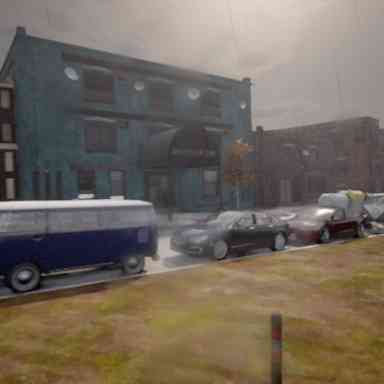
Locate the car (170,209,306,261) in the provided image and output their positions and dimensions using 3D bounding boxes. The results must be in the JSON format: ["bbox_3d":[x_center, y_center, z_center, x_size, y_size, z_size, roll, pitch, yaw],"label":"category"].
[{"bbox_3d":[1.518,1.383,11.801,4.892,1.521,2.231,1,0,-37],"label":"car"}]

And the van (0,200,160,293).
[{"bbox_3d":[-3.109,1.208,8.497,4.442,1.987,1.878,-1,0,-33],"label":"van"}]

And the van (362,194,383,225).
[{"bbox_3d":[11.294,1.097,18.798,4.442,1.987,1.878,1,0,-38],"label":"van"}]

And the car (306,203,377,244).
[{"bbox_3d":[6.001,1.386,15.007,4.792,1.488,2.163,1,0,-37],"label":"car"}]
